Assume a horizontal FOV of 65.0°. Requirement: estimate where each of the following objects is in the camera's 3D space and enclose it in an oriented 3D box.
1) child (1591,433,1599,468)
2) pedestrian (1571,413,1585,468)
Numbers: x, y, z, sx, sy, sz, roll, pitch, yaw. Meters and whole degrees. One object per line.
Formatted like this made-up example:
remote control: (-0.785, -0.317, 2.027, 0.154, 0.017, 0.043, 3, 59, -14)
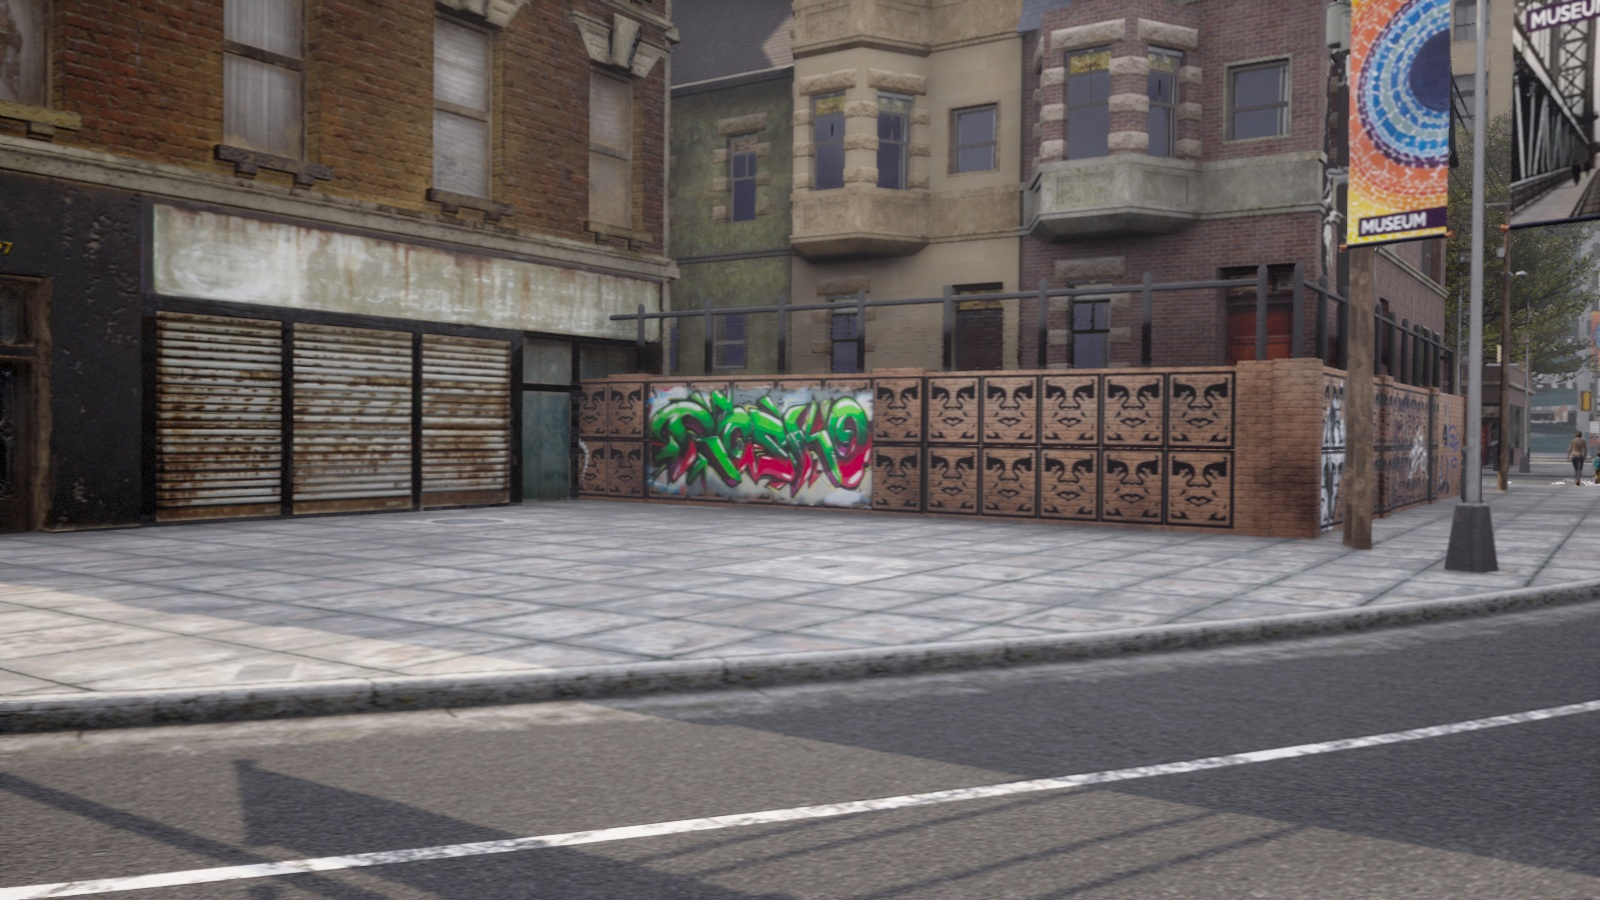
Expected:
child: (27.573, 0.010, 43.398, 0.343, 1.192, 0.448, 0, 1, 39)
pedestrian: (25.605, -0.317, 41.347, 0.328, 1.805, 0.869, 0, 1, 36)
